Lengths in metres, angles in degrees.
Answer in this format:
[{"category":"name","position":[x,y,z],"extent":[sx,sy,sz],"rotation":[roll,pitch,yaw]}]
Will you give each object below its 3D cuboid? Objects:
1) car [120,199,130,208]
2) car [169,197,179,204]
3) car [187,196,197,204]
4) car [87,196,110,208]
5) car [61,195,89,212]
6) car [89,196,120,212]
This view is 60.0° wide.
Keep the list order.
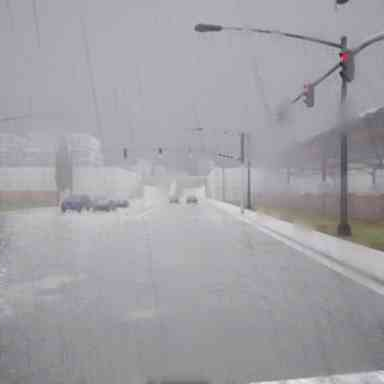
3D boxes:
[{"category":"car","position":[-10.534,1.698,49.330],"extent":[1.994,1.385,4.181],"rotation":[0,0,0]},{"category":"car","position":[-3.489,1.645,65.746],"extent":[2.128,1.511,4.902],"rotation":[0,0,0]},{"category":"car","position":[0.011,1.510,65.715],"extent":[2.097,1.767,4.553],"rotation":[0,0,0]},{"category":"car","position":[-14.020,1.487,50.009],"extent":[2.097,1.767,4.553],"rotation":[0,0,0]},{"category":"car","position":[-14.016,1.344,40.558],"extent":[2.150,2.045,5.566],"rotation":[0,0,0]},{"category":"car","position":[-10.525,1.599,40.338],"extent":[1.882,1.535,5.008],"rotation":[0,0,1]}]
